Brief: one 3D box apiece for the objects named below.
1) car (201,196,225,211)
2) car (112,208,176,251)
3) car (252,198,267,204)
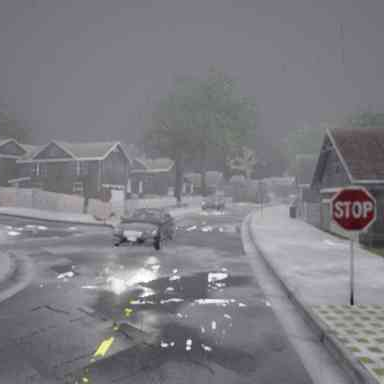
[{"bbox_3d":[2.617,1.323,40.297,2.097,1.767,4.553,0,0,17],"label":"car"},{"bbox_3d":[-1.870,1.450,14.284,2.128,1.511,4.902,3,-1,6],"label":"car"},{"bbox_3d":[13.145,1.708,64.669,1.994,1.385,4.181,0,-1,28],"label":"car"}]
